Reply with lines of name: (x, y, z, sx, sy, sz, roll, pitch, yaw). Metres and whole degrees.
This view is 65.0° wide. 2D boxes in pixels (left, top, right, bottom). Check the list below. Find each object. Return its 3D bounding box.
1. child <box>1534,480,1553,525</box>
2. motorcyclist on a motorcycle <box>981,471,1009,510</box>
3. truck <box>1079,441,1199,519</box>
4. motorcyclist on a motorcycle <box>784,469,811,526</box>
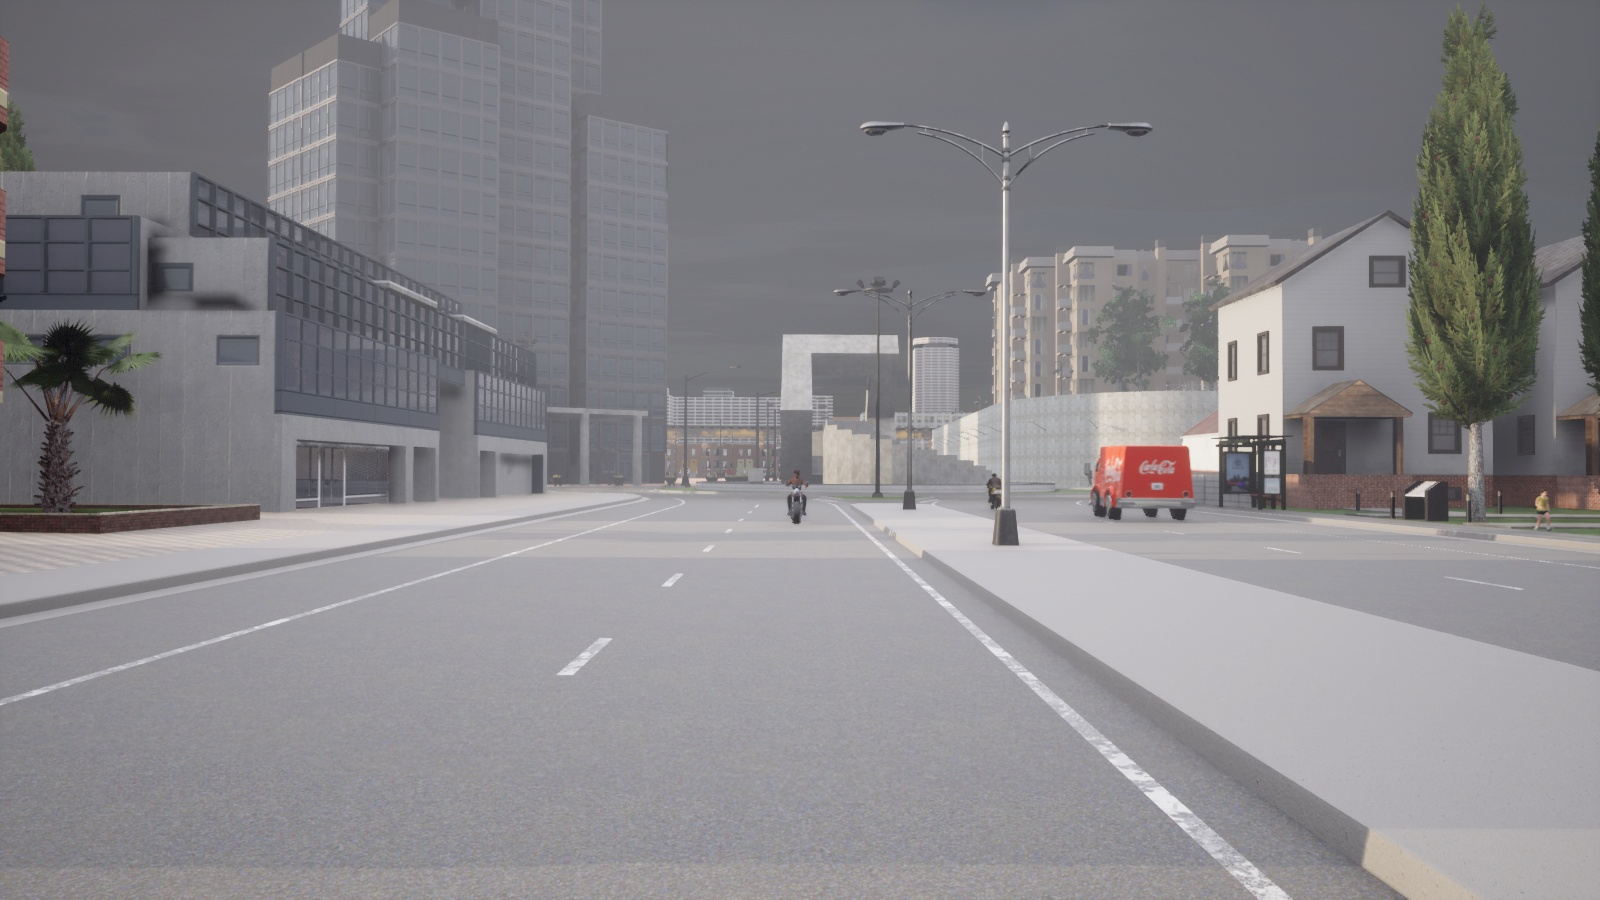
child: (18.338, 1.295, 30.966, 0.255, 1.110, 0.394, 0, -1, 5)
motorcyclist on a motorcycle: (7.885, 1.618, 50.930, 0.797, 1.523, 2.044, 0, -1, 0)
truck: (11.402, 0.997, 42.667, 2.627, 2.467, 5.204, 0, -1, 0)
motorcyclist on a motorcycle: (-0.084, 1.391, 37.334, 0.766, 1.649, 2.350, 0, -1, 0)
